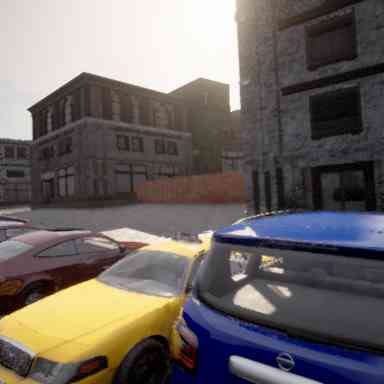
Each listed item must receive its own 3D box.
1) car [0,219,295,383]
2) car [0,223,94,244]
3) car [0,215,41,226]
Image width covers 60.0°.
[{"bbox_3d":[-0.264,1.465,5.280,1.946,1.575,5.366,0,0,36],"label":"car"},{"bbox_3d":[-2.531,1.497,7.123,2.002,1.452,4.674,0,0,36],"label":"car"},{"bbox_3d":[-4.703,1.487,8.672,2.002,1.452,4.674,0,0,36],"label":"car"}]
